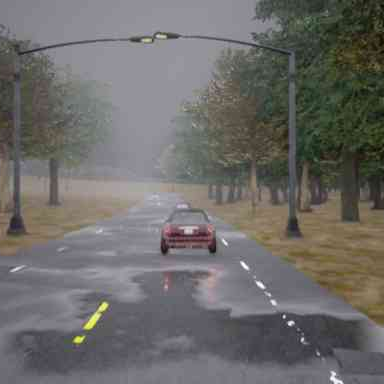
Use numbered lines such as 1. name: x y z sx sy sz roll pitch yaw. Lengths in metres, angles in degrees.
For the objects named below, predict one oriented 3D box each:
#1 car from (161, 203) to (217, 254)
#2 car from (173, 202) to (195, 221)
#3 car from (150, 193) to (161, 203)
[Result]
1. car: -0.168 1.457 14.155 2.097 1.767 4.553 0 0 -1
2. car: -0.797 1.668 29.508 1.812 1.442 4.674 0 0 -3
3. car: -7.864 1.186 71.414 2.150 2.045 5.566 0 1 -5
